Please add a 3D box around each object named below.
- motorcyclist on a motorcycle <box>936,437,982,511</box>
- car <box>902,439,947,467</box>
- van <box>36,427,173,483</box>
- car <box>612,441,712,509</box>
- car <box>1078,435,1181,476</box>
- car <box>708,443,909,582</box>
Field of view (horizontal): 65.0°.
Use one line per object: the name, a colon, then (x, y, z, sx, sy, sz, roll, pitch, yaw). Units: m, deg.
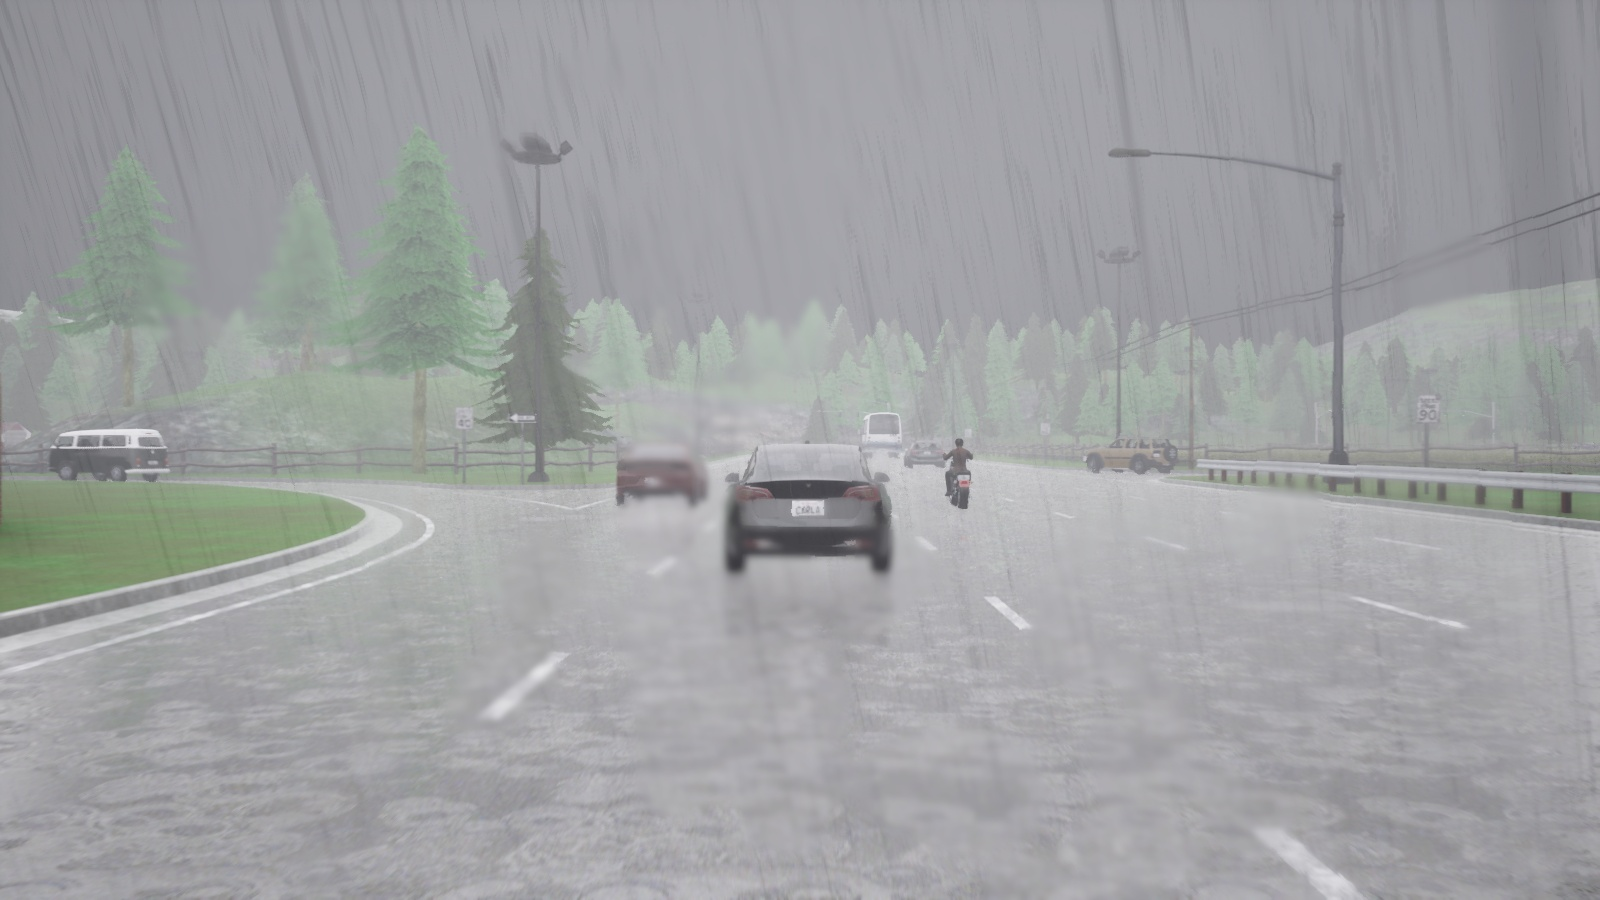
motorcyclist on a motorcycle: (3.680, 0.535, 29.224, 0.766, 1.649, 2.350, 0, 0, 0)
car: (7.441, 0.170, 75.567, 2.242, 1.667, 4.611, 0, 0, 0)
van: (-26.509, 0.178, 47.908, 4.480, 2.038, 2.069, 0, 0, 18)
car: (-3.310, 0.547, 30.967, 1.882, 1.535, 5.008, 0, 0, 0)
car: (15.646, 0.239, 59.807, 1.932, 1.855, 4.605, -1, 1, -33)
car: (0.105, 0.657, 15.872, 2.163, 1.488, 4.792, 0, 0, 0)
